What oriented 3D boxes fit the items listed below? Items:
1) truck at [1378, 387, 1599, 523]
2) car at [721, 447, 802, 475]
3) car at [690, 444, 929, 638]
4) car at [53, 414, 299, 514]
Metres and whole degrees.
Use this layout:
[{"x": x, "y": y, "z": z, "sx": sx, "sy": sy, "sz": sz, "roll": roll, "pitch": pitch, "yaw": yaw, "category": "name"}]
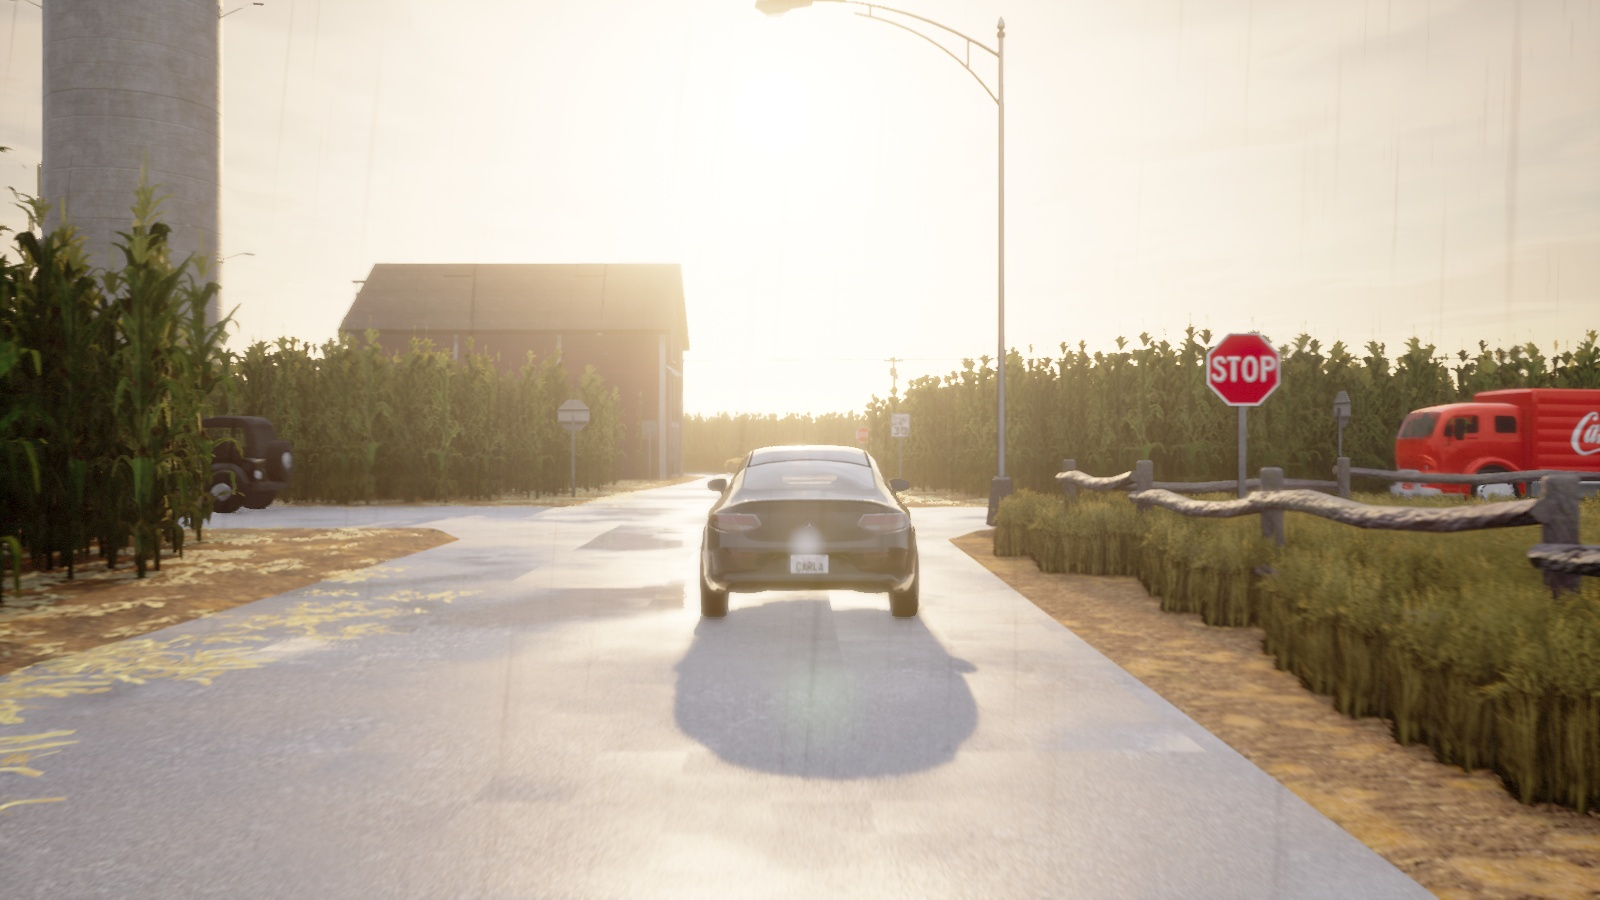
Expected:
[{"x": 14.409, "y": 0.095, "z": 24.331, "sx": 5.204, "sy": 2.467, "sz": 2.627, "roll": 1, "pitch": 0, "yaw": 0, "category": "truck"}, {"x": -2.288, "y": 0.599, "z": 72.791, "sx": 1.801, "sy": 1.575, "sz": 5.366, "roll": 0, "pitch": 0, "yaw": -40, "category": "car"}, {"x": 0.081, "y": 0.683, "z": 11.887, "sx": 1.812, "sy": 1.442, "sz": 4.674, "roll": 0, "pitch": 1, "yaw": 0, "category": "car"}, {"x": -12.130, "y": 0.255, "z": 24.615, "sx": 3.866, "sy": 1.878, "sz": 1.905, "roll": 0, "pitch": 0, "yaw": -3, "category": "car"}]
